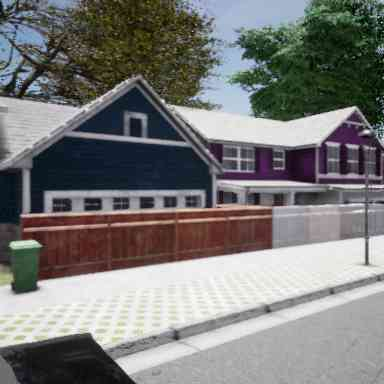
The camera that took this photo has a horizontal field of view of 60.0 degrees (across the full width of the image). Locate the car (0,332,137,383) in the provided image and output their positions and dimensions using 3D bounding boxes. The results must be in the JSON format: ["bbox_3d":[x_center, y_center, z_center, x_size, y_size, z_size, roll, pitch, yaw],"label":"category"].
[{"bbox_3d":[-2.408,1.592,1.316,4.718,1.301,1.895,0,0,-35],"label":"car"}]
